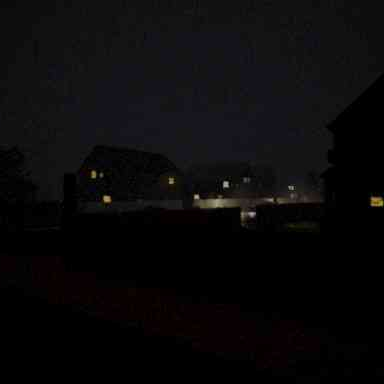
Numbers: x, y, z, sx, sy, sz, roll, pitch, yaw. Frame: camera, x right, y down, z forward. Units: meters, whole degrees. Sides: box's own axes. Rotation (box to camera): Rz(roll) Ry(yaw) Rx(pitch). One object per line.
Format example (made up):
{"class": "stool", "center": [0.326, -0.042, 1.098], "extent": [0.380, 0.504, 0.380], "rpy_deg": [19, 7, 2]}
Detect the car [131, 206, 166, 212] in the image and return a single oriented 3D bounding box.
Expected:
{"class": "car", "center": [-3.461, 1.769, 26.164], "extent": [1.994, 1.385, 4.181], "rpy_deg": [0, 0, 35]}

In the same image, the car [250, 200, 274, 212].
{"class": "car", "center": [9.417, 1.844, 44.400], "extent": [2.128, 1.511, 4.902], "rpy_deg": [0, 0, 36]}
